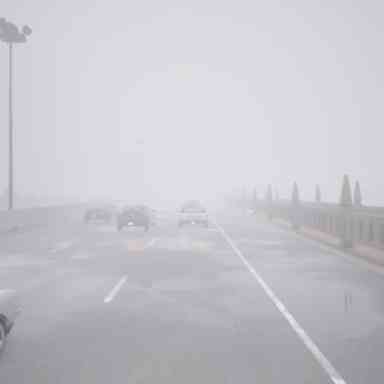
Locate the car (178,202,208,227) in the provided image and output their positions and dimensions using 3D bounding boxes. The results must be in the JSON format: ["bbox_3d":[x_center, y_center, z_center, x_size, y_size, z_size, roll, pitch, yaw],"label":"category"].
[{"bbox_3d":[0.070,1.607,22.899,1.895,1.301,4.718,0,0,0],"label":"car"}]

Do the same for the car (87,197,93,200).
[{"bbox_3d":[-17.597,1.569,60.130,2.033,1.411,5.357,0,0,0],"label":"car"}]

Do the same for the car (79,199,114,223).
[{"bbox_3d":[-6.935,1.535,25.755,1.812,1.442,4.674,0,0,0],"label":"car"}]

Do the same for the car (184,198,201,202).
[{"bbox_3d":[0.042,1.516,41.589,1.837,1.490,4.892,0,0,0],"label":"car"}]

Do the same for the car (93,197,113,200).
[{"bbox_3d":[-14.126,1.510,54.715,2.128,1.511,4.902,0,0,0],"label":"car"}]

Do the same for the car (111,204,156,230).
[{"bbox_3d":[-3.428,1.512,20.927,1.837,1.490,4.892,0,0,0],"label":"car"}]

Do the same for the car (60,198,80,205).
[{"bbox_3d":[-21.107,1.624,57.638,1.895,1.301,4.718,0,0,1],"label":"car"}]

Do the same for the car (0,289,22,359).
[{"bbox_3d":[-3.413,1.603,2.718,1.895,1.301,4.718,0,0,0],"label":"car"}]
